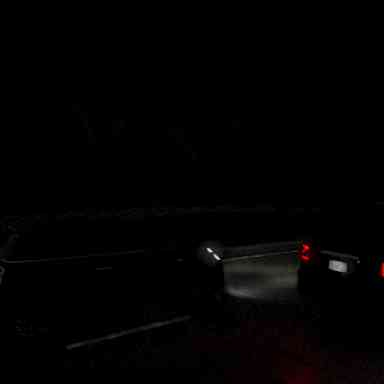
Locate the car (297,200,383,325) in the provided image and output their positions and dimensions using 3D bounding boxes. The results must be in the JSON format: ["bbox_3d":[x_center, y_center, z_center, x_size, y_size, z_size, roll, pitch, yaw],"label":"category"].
[{"bbox_3d":[4.479,1.167,6.214,5.566,2.045,2.150,0,0,-30],"label":"car"}]

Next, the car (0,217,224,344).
[{"bbox_3d":[-1.554,1.315,6.592,4.553,1.767,2.097,0,0,-34],"label":"car"}]
